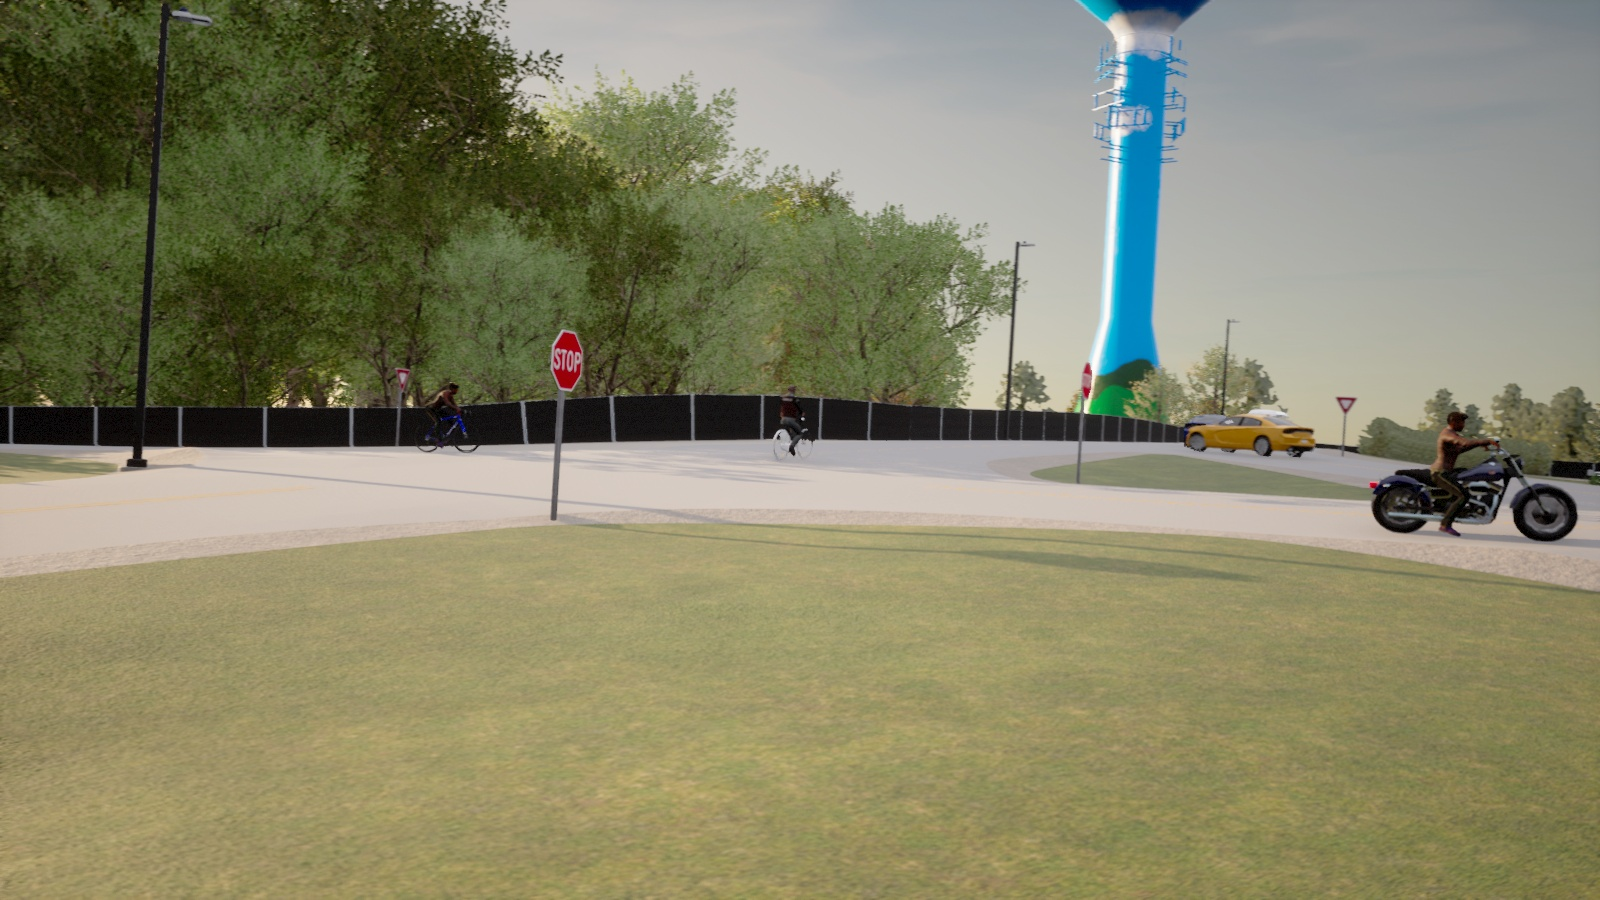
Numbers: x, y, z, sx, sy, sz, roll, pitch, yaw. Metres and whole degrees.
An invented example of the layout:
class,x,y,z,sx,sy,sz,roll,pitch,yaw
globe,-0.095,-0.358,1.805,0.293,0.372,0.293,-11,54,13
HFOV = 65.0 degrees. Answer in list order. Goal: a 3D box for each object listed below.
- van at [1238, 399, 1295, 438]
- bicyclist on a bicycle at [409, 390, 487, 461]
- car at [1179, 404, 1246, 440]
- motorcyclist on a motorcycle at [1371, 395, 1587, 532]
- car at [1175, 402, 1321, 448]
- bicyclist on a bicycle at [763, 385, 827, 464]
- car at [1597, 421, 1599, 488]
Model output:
class,x,y,z,sx,sy,sz,roll,pitch,yaw
van,25.602,-1.716,68.859,2.069,2.038,4.480,2,2,31
bicyclist on a bicycle,-8.208,-0.560,29.302,1.656,1.620,0.582,0,1,8
car,19.111,-1.301,58.051,1.882,1.535,5.008,2,2,31
motorcyclist on a motorcycle,8.631,0.130,16.077,2.350,1.649,0.766,1,3,27
car,16.586,-0.952,46.734,1.882,1.535,5.008,1,2,-31
bicyclist on a bicycle,-0.105,-0.624,29.321,0.659,1.776,1.843,3,4,29
car,14.964,0.056,19.790,2.163,1.488,4.792,2,2,7
